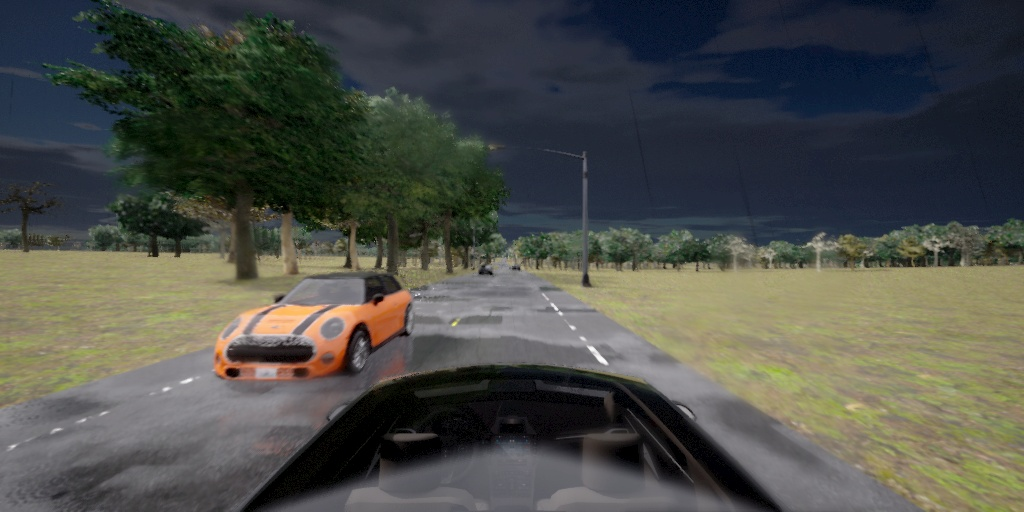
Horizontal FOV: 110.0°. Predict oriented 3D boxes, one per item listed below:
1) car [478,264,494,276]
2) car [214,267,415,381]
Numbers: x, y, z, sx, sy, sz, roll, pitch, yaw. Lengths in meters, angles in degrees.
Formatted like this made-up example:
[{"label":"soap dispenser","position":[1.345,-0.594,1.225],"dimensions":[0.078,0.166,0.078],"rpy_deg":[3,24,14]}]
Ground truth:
[{"label":"car","position":[-3.551,1.892,49.128],"dimensions":[1.882,1.535,5.008],"rpy_deg":[0,-1,0]},{"label":"car","position":[-3.598,1.141,7.502],"dimensions":[2.097,1.767,4.553],"rpy_deg":[0,0,0]}]
